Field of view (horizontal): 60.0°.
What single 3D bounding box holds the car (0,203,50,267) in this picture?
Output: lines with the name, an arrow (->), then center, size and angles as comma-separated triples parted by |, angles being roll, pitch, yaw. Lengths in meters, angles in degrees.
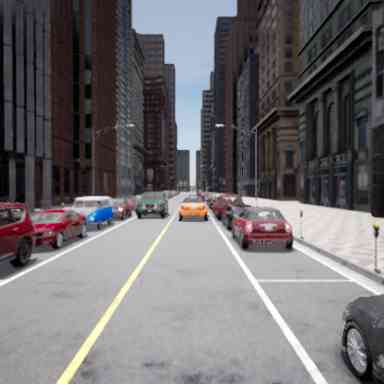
car -> -5.765, 1.239, 8.252 | 2.192, 1.841, 5.009 | 0, 1, 0

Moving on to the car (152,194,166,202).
car -> -5.757, 1.019, 58.983 | 2.008, 1.369, 4.403 | 0, 1, 0

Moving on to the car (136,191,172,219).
car -> -3.078, 0.975, 26.927 | 2.150, 2.045, 5.566 | 0, 1, 0

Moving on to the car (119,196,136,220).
car -> -5.762, 1.211, 25.164 | 1.967, 1.590, 4.097 | 0, 1, 0

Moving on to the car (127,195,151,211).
car -> -5.761, 1.109, 36.437 | 1.967, 1.590, 4.097 | 0, 1, 0

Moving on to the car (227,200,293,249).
car -> 2.761, 1.313, 13.899 | 1.967, 1.590, 4.097 | 0, 1, 0

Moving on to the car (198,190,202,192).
car -> 2.770, 0.905, 75.897 | 1.802, 1.307, 4.206 | 0, 0, 0

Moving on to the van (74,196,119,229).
van -> -5.763, 1.163, 19.526 | 1.690, 1.788, 3.998 | 0, 1, 0

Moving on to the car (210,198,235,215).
car -> 2.764, 1.265, 30.809 | 1.887, 1.381, 4.507 | 0, 1, 0

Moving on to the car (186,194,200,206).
car -> 0.106, 1.087, 46.188 | 1.837, 1.490, 4.892 | 0, 1, 0

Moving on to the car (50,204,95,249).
car -> -5.763, 1.417, 13.891 | 1.887, 1.381, 4.507 | 0, 1, 0

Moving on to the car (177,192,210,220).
car -> 0.104, 1.118, 25.670 | 2.097, 1.767, 4.553 | 0, 0, 0

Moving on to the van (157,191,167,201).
van -> -5.757, 0.761, 64.617 | 1.690, 1.788, 3.998 | 0, 0, 0

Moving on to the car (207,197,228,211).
car -> 2.765, 1.235, 36.445 | 1.947, 1.339, 4.313 | 0, 1, 0

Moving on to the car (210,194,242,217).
car -> 2.763, 1.086, 25.171 | 2.192, 1.841, 5.009 | 0, 1, 0

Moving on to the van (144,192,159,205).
van -> -5.759, 0.909, 47.708 | 1.690, 1.788, 3.998 | 0, 1, 0

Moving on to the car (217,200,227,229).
car -> 2.763, 1.388, 19.536 | 1.947, 1.339, 4.313 | 0, 1, 0

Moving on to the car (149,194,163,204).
car -> -5.758, 1.044, 53.177 | 1.752, 1.417, 4.829 | 0, 1, 0

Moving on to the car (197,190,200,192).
car -> 2.772, 0.809, 87.170 | 1.802, 1.307, 4.206 | 0, 0, 0

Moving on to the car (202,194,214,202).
car -> 2.768, 1.034, 58.988 | 1.947, 1.339, 4.313 | 0, 0, 0

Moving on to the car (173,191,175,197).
car -> -5.756, 0.638, 75.890 | 2.192, 1.841, 5.009 | 0, 0, 0

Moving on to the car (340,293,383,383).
car -> 2.760, 1.526, 2.628 | 2.008, 1.369, 4.403 | 0, 1, 0
